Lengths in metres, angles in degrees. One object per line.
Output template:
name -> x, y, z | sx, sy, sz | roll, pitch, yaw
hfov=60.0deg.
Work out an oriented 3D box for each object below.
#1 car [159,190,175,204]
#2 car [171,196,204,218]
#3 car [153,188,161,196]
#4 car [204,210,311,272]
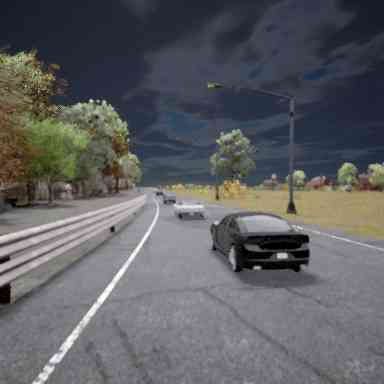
car -> -3.191, 0.863, 47.114 | 2.033, 1.411, 5.357 | 0, 1, -8
car -> -0.311, 1.237, 26.007 | 1.895, 1.301, 4.718 | 0, 1, -8
car -> -7.841, 0.285, 81.184 | 1.837, 1.490, 4.892 | 0, 1, -8
car -> 1.819, 1.339, 10.373 | 1.882, 1.535, 5.008 | 0, 1, -8
